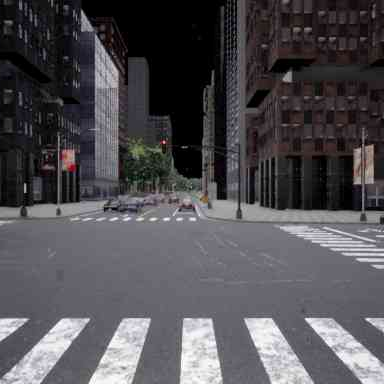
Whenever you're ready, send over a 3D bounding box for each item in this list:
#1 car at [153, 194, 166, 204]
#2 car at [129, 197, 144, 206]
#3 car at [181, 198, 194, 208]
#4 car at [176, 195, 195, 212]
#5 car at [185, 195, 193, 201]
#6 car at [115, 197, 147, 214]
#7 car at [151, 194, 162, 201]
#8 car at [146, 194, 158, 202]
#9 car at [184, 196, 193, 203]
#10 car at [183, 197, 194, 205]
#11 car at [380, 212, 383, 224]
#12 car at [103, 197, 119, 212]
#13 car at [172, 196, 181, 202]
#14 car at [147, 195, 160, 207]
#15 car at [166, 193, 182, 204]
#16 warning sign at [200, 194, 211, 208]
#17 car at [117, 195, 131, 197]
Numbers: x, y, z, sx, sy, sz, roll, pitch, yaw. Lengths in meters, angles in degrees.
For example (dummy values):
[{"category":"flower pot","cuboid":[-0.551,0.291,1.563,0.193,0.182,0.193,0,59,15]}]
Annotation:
[{"category":"car","cuboid":[-6.495,1.590,67.169,1.837,1.490,4.892,0,1,0]},{"category":"car","cuboid":[-9.186,1.569,55.124,1.752,1.417,4.829,0,0,0]},{"category":"car","cuboid":[-0.632,1.614,49.910,1.802,1.307,4.206,0,0,0]},{"category":"car","cuboid":[-0.572,1.448,39.061,1.967,1.590,4.097,0,0,0]},{"category":"car","cuboid":[-0.844,1.573,87.885,1.967,1.590,4.097,0,0,0]},{"category":"car","cuboid":[-6.420,1.546,35.496,2.033,1.411,5.357,0,0,-1]},{"category":"car","cuboid":[-9.370,1.448,87.850,2.192,1.841,5.009,0,0,0]},{"category":"car","cuboid":[-9.309,1.416,76.998,2.192,1.841,5.009,0,0,0]},{"category":"car","cuboid":[-0.754,1.611,71.780,1.752,1.417,4.829,0,0,0]},{"category":"car","cuboid":[-0.693,1.602,60.760,1.887,1.381,4.507,0,0,0]},{"category":"car","cuboid":[14.997,1.457,21.005,5.566,2.045,2.150,1,0,0]},{"category":"car","cuboid":[-9.097,1.573,39.016,1.947,1.339,4.313,0,0,0]},{"category":"car","cuboid":[-3.535,1.582,75.638,1.812,1.442,4.674,0,0,0]},{"category":"car","cuboid":[-6.490,1.599,51.181,1.994,1.385,4.181,0,0,0]},{"category":"car","cuboid":[-3.480,1.422,65.600,2.097,1.767,4.553,0,0,0]},{"category":"warning sign","cuboid":[1.718,1.131,42.744,1.300,1.860,1.060,0,0,0]},{"category":"car","cuboid":[-9.128,1.335,44.443,2.192,1.841,5.009,0,0,0]}]
